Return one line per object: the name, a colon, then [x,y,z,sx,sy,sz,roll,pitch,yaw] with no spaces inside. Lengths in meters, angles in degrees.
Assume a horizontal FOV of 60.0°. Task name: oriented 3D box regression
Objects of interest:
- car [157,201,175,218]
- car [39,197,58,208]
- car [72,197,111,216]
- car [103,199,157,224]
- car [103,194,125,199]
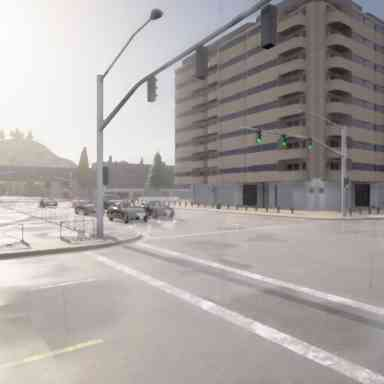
car: [-3.365,1.542,29.522,2.128,1.511,4.902,0,0,-35]
car: [-20.805,1.545,48.161,2.128,1.511,4.902,0,0,-35]
car: [-10.279,1.542,33.230,2.128,1.511,4.902,0,0,-35]
car: [-5.032,1.543,25.819,2.128,1.511,4.902,0,0,-35]
car: [-9.066,1.273,37.574,2.150,2.045,5.566,0,0,-35]
